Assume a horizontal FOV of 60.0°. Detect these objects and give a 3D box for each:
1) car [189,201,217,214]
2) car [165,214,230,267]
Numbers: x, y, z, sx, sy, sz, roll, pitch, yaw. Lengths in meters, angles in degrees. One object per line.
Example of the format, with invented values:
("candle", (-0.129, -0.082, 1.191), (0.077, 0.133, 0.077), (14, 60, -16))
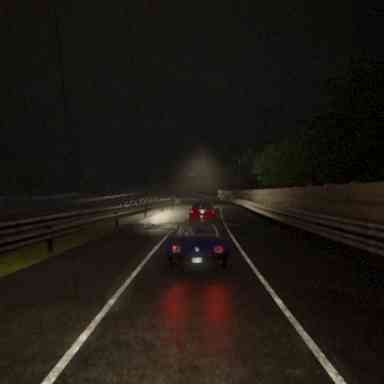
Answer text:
("car", (0.916, 1.552, 27.159), (2.097, 1.767, 4.553), (0, 0, 4))
("car", (0.237, 1.688, 11.751), (1.895, 1.301, 4.718), (0, 0, 2))
